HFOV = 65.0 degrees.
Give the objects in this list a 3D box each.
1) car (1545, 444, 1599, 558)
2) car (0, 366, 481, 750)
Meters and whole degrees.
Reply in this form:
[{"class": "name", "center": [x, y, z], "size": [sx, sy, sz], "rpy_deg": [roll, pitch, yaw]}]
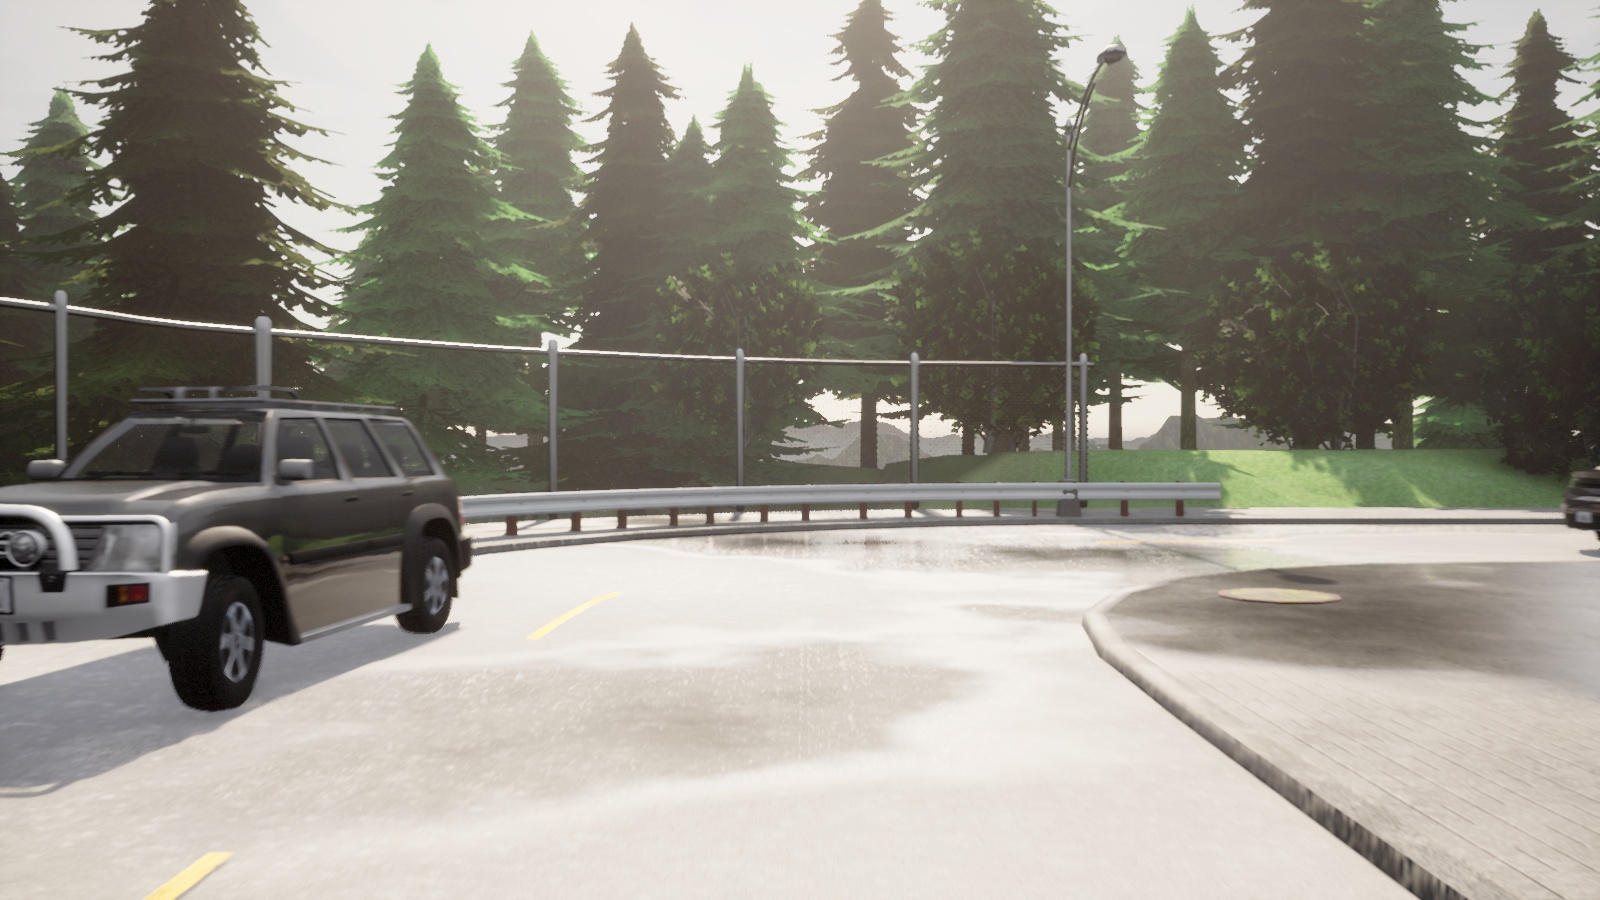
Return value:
[{"class": "car", "center": [12.903, 0.667, 16.722], "size": [4.892, 1.490, 1.837], "rpy_deg": [0, 0, -1]}, {"class": "car", "center": [-3.905, 0.513, 8.463], "size": [1.932, 1.855, 4.605], "rpy_deg": [0, 0, 6]}]
